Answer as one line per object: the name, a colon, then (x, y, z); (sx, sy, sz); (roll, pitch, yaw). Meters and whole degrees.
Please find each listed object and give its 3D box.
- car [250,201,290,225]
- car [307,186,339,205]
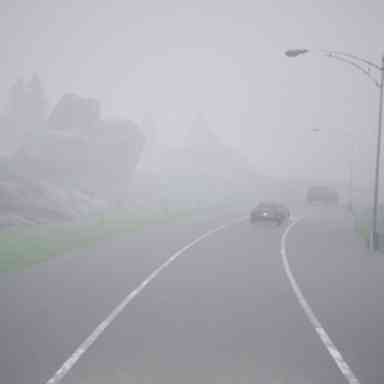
car: (5.174, 1.253, 21.772); (1.994, 1.385, 4.181); (3, 2, 23)
car: (15.112, 0.337, 38.299); (2.150, 2.045, 5.566); (4, 5, 40)
